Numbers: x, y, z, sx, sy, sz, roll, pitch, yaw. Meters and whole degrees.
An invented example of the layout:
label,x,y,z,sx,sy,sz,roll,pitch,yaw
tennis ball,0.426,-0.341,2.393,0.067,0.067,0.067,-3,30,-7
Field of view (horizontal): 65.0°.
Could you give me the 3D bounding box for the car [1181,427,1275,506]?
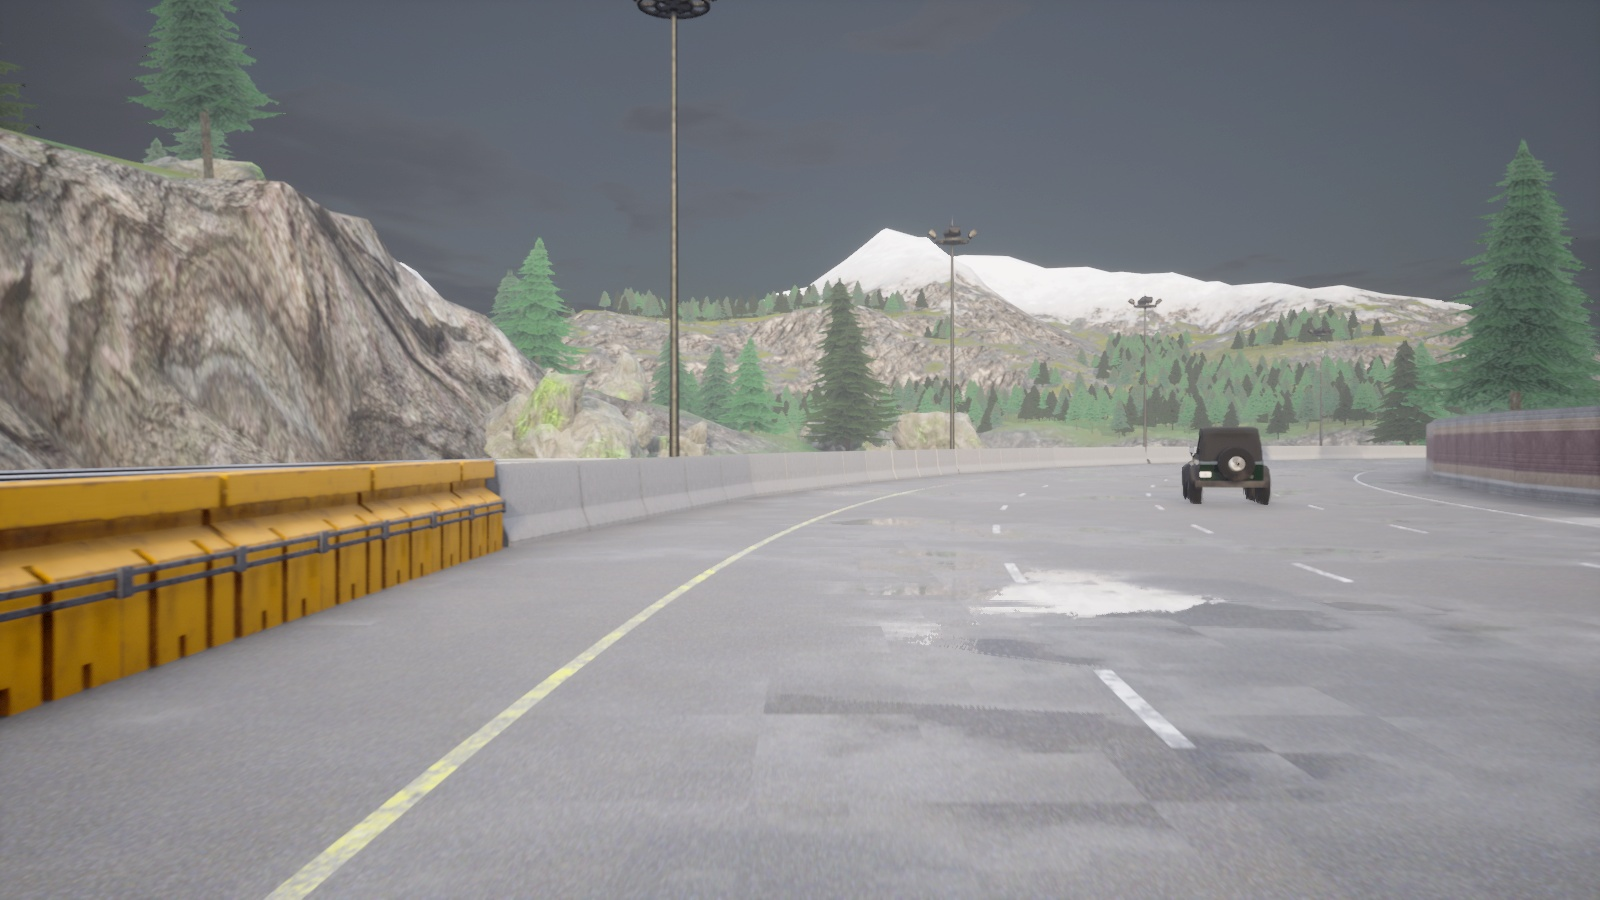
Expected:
label,x,y,z,sx,sy,sz,roll,pitch,yaw
car,10.753,0.373,31.801,1.905,1.878,3.866,0,0,14
